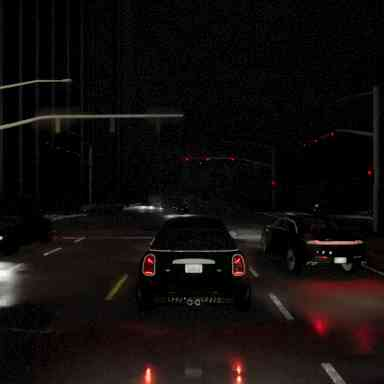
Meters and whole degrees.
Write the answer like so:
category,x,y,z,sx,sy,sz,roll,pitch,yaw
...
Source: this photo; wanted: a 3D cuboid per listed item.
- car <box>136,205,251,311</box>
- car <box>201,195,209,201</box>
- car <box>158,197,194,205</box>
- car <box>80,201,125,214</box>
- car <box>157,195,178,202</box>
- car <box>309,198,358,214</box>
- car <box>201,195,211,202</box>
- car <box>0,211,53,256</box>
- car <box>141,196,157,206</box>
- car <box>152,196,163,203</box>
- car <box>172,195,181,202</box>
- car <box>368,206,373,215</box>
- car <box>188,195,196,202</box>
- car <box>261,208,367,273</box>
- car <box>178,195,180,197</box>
category,x,y,z,sx,sy,sz,roll,pitch,yaw
car,0.043,1.352,7.919,2.097,1.767,4.553,0,0,0
car,3.341,1.478,87.916,1.882,1.535,5.008,0,0,0
car,-1.796,1.539,35.312,1.837,1.490,4.892,-1,0,-20
car,-9.751,1.640,36.434,1.895,1.301,4.718,0,0,39
car,-3.687,1.353,50.505,2.097,1.767,4.553,0,0,0
car,14.609,1.407,34.669,4.553,1.767,2.097,0,0,2
car,3.359,1.500,77.817,1.837,1.490,4.892,0,0,0
car,-7.123,1.525,13.185,1.812,1.442,4.674,0,0,0
car,-7.191,1.601,54.829,1.895,1.301,4.718,0,0,0
car,-7.127,1.524,69.905,1.812,1.442,4.674,0,0,0
car,-3.645,1.507,80.002,2.033,1.411,5.357,0,0,0
car,19.120,1.560,31.116,4.892,1.490,1.837,0,0,0
car,-0.141,1.478,77.833,1.882,1.535,5.008,0,0,0
car,3.600,1.492,10.729,2.128,1.511,4.902,0,0,-3
car,-3.659,1.504,65.061,1.837,1.490,4.892,0,0,0
